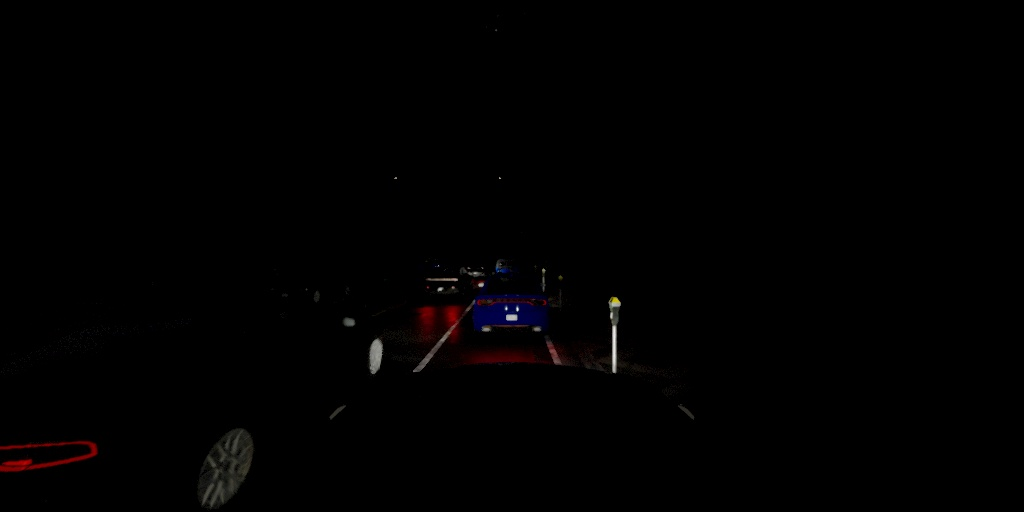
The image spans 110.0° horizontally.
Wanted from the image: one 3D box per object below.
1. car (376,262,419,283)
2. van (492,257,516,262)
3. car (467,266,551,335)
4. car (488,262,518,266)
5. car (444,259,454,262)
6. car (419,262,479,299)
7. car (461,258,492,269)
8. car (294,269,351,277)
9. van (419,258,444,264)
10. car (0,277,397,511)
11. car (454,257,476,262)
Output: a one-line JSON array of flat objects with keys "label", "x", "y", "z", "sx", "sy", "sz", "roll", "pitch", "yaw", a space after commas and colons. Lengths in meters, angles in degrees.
[{"label": "car", "x": -8.908, "y": 1.323, "z": 27.572, "sx": 1.948, "sy": 1.339, "sz": 4.313, "roll": 0, "pitch": 0, "yaw": 0}, {"label": "van", "x": -0.383, "y": 1.098, "z": 27.584, "sx": 1.690, "sy": 1.789, "sz": 3.998, "roll": 0, "pitch": 0, "yaw": 0}, {"label": "car", "x": -0.006, "y": 1.228, "z": 10.500, "sx": 1.882, "sy": 1.535, "sz": 5.008, "roll": 0, "pitch": 0, "yaw": 0}, {"label": "car", "x": -0.383, "y": 1.280, "z": 22.119, "sx": 1.751, "sy": 1.417, "sz": 4.829, "roll": 0, "pitch": 0, "yaw": 0}, {"label": "car", "x": -8.908, "y": 1.331, "z": 44.482, "sx": 1.948, "sy": 1.339, "sz": 4.313, "roll": 0, "pitch": 0, "yaw": 0}, {"label": "car", "x": -3.127, "y": 1.246, "z": 18.172, "sx": 2.128, "sy": 1.511, "sz": 4.902, "roll": 0, "pitch": 0, "yaw": 0}, {"label": "car", "x": -3.127, "y": 1.253, "z": 33.174, "sx": 2.128, "sy": 1.511, "sz": 4.902, "roll": 0, "pitch": 0, "yaw": 0}, {"label": "car", "x": -8.908, "y": 1.297, "z": 16.299, "sx": 1.888, "sy": 1.381, "sz": 4.507, "roll": 0, "pitch": 0, "yaw": 0}, {"label": "van", "x": -8.908, "y": 1.104, "z": 38.846, "sx": 1.690, "sy": 1.789, "sz": 3.998, "roll": 0, "pitch": 0, "yaw": 0}, {"label": "car", "x": -3.145, "y": 1.227, "z": 4.219, "sx": 1.882, "sy": 1.535, "sz": 5.008, "roll": 0, "pitch": 0, "yaw": 0}, {"label": "car", "x": -6.162, "y": 1.275, "z": 48.223, "sx": 1.837, "sy": 1.490, "sz": 4.892, "roll": 0, "pitch": -1, "yaw": 0}]
